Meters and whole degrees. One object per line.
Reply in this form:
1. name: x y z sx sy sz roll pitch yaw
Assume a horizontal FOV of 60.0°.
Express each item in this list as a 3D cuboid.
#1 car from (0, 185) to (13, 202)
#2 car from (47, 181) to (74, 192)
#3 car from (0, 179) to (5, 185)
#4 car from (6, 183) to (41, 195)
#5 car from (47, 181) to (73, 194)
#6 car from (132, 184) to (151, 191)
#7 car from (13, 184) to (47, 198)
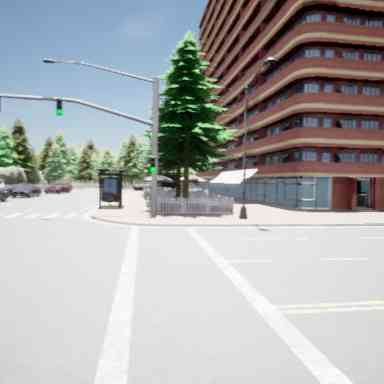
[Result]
1. car: -17.168 0.284 27.957 1.895 1.301 4.718 1 2 -9
2. car: -21.699 -0.954 55.141 2.097 1.767 4.553 1 2 10
3. car: -21.769 -0.424 35.238 2.150 2.045 5.566 1 2 -8
4. car: -22.760 -0.446 45.143 2.033 1.411 5.357 1 2 0
5. car: -19.202 -0.659 47.682 2.097 1.767 4.553 1 2 3
6. car: -9.588 -0.854 66.423 1.895 1.301 4.718 2 2 35
7. car: -18.529 -0.112 37.493 2.033 1.411 5.357 1 2 -8
